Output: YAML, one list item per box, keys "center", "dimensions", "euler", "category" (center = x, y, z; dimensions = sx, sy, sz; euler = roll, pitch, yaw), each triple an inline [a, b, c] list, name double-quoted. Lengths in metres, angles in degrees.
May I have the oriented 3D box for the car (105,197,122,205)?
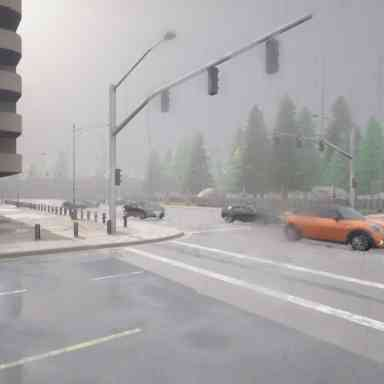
- center: [-13.251, 1.581, 58.581]
  dimensions: [1.812, 1.442, 4.674]
  euler: [0, 0, -36]
  category: "car"

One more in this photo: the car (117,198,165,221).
- center: [-4.137, 1.547, 28.213]
  dimensions: [2.128, 1.511, 4.902]
  euler: [0, 0, -36]
  category: "car"

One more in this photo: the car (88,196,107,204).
- center: [-18.760, 1.547, 66.023]
  dimensions: [2.128, 1.511, 4.902]
  euler: [0, 0, -36]
  category: "car"

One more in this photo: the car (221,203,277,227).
- center: [4.175, 1.541, 23.309]
  dimensions: [2.128, 1.511, 4.902]
  euler: [0, 0, -41]
  category: "car"

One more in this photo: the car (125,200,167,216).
- center: [-4.958, 1.603, 35.218]
  dimensions: [2.033, 1.411, 5.357]
  euler: [0, 0, -36]
  category: "car"

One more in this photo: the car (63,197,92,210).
- center: [-15.337, 1.603, 43.399]
  dimensions: [2.033, 1.411, 5.357]
  euler: [0, 0, -36]
  category: "car"

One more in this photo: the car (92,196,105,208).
- center: [-15.199, 1.547, 49.122]
  dimensions: [2.128, 1.511, 4.902]
  euler: [0, 0, -36]
  category: "car"

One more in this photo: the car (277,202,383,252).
- center: [6.249, 1.363, 14.157]
  dimensions: [2.097, 1.767, 4.553]
  euler: [0, 0, -37]
  category: "car"

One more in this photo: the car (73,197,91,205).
- center: [-20.828, 1.656, 62.931]
  dimensions: [1.895, 1.301, 4.718]
  euler: [0, 0, -36]
  category: "car"
